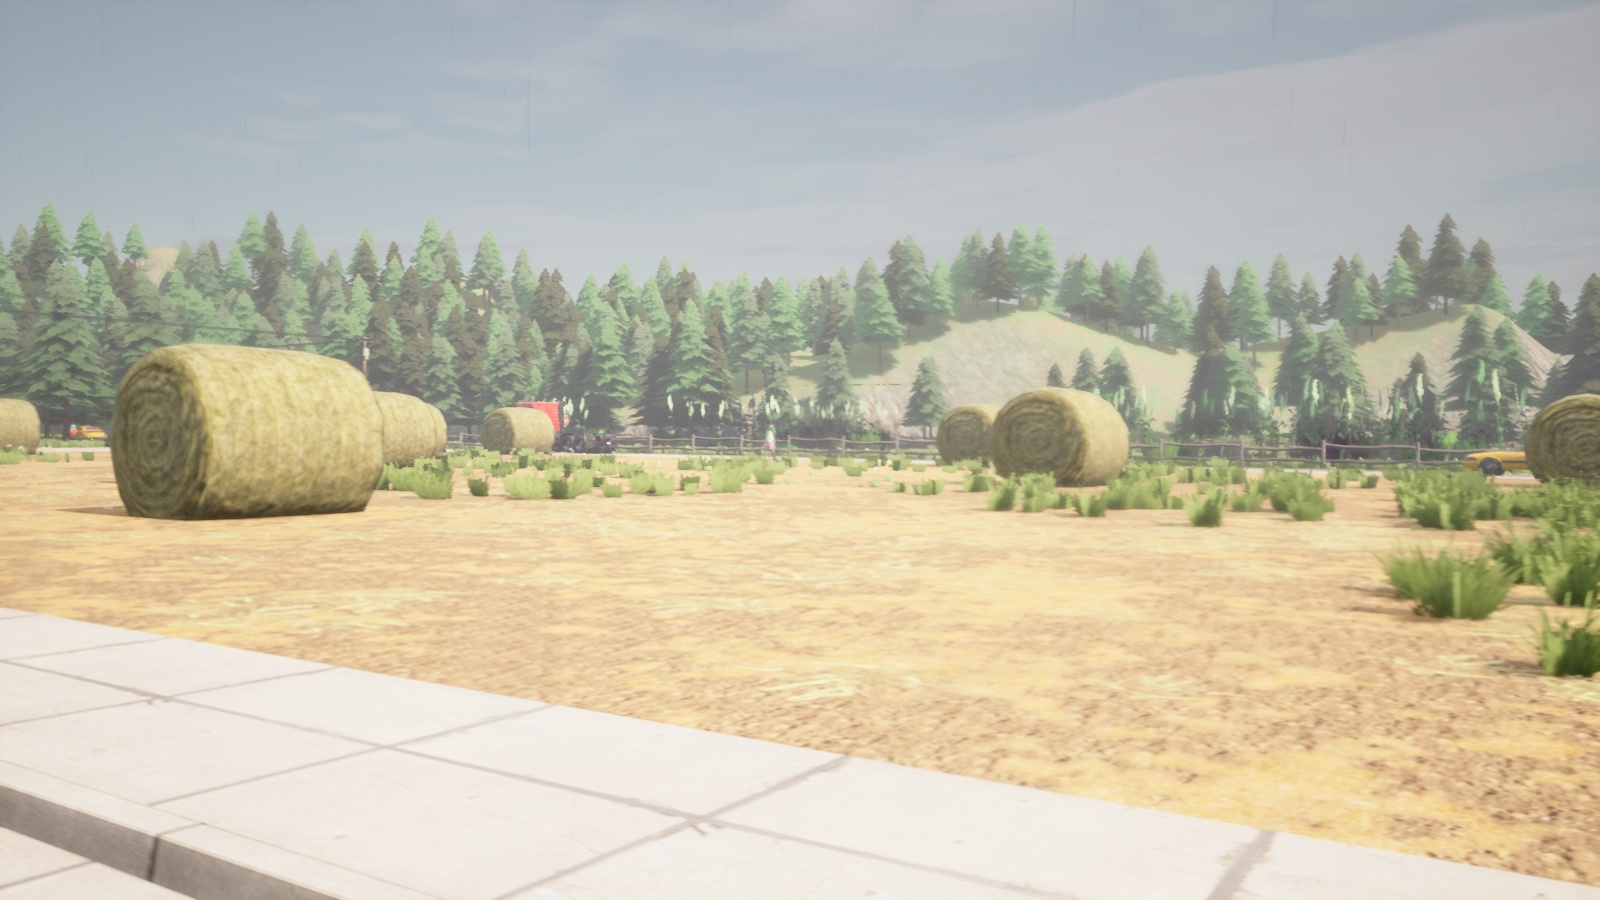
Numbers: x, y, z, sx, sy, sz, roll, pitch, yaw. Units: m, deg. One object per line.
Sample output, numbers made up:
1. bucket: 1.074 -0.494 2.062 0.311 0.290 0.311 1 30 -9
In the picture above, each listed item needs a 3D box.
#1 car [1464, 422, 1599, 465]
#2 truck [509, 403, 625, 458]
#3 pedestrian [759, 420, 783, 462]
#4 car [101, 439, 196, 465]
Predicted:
1. car: 28.875 -0.263 48.655 5.366 1.575 1.801 0 1 37
2. truck: -15.339 -1.243 82.463 7.936 3.462 2.891 0 1 37
3. pedestrian: -1.358 -0.409 58.869 0.873 1.952 0.659 -1 1 -35
4. car: -38.557 0.121 74.378 1.812 1.442 4.674 0 1 35
